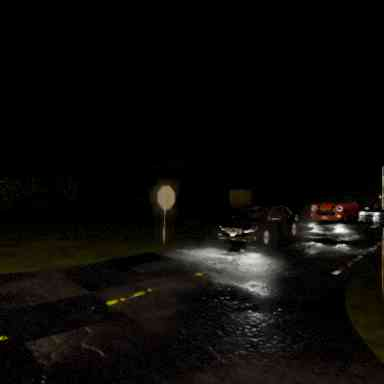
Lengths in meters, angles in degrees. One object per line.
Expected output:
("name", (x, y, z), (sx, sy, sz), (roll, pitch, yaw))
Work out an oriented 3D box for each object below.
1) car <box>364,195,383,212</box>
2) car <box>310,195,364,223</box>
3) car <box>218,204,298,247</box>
("car", (17.159, 1.013, 31.382), (2.033, 1.411, 5.357), (0, 1, 40))
("car", (9.660, 0.994, 22.393), (2.097, 1.767, 4.553), (0, 1, 40))
("car", (2.985, 1.305, 14.280), (1.837, 1.490, 4.892), (0, 1, 38))
